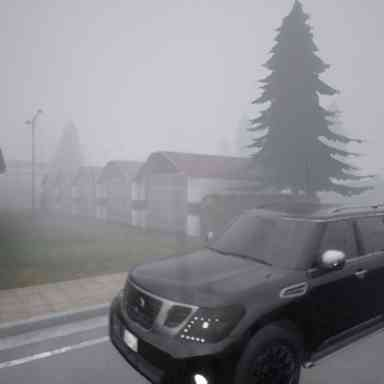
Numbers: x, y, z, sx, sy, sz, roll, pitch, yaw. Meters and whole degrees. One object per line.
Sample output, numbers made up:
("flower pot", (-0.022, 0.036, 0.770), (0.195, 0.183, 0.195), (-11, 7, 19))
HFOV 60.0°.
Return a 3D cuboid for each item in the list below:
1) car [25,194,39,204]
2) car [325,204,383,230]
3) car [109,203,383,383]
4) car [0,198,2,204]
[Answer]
("car", (-30.277, 1.316, 62.695), (1.905, 1.878, 3.866), (0, 0, -36))
("car", (11.141, 1.555, 21.958), (1.994, 1.385, 4.181), (0, 0, -25))
("car", (1.614, 1.220, 5.098), (5.566, 2.045, 2.150), (0, 0, -35))
("car", (-37.406, 1.488, 62.894), (2.242, 1.667, 4.611), (0, 0, -36))
